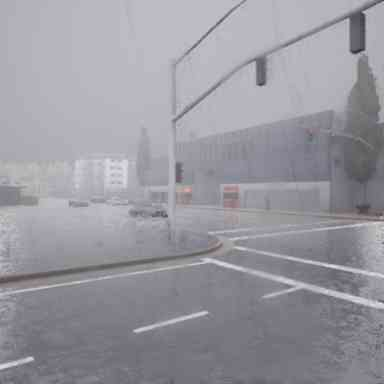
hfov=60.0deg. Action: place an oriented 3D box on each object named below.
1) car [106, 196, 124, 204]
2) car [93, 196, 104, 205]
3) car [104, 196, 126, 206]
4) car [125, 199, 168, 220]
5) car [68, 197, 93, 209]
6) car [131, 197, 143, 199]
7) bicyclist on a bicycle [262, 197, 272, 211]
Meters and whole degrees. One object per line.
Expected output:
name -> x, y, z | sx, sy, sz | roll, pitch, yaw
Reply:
car -> -14.881, 1.558, 64.043 | 1.812, 1.442, 4.674 | 0, 0, -34
car -> -17.786, 1.505, 62.091 | 1.882, 1.535, 5.008 | 0, 0, -34
car -> -12.162, 1.628, 53.819 | 1.895, 1.301, 4.718 | 0, 0, -33
car -> -3.694, 1.581, 28.399 | 1.994, 1.385, 4.181 | 0, 0, -34
car -> -15.901, 1.495, 46.606 | 1.882, 1.535, 5.008 | 0, 0, -34
car -> -9.370, 1.579, 55.939 | 2.033, 1.411, 5.357 | 0, 0, -34
bicyclist on a bicycle -> 8.397, 1.341, 37.239 | 1.656, 1.620, 0.582 | 0, 0, -34
